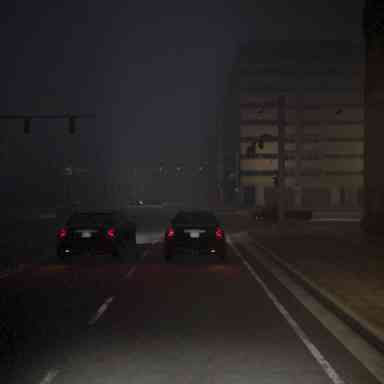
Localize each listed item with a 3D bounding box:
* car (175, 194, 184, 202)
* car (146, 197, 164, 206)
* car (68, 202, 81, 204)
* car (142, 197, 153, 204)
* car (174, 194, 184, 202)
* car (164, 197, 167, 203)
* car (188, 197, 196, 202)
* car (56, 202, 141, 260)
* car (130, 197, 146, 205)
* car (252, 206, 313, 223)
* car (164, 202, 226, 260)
[{"bbox_3d":[-3.493,1.649,93.856,2.150,2.045,5.566,0,0,0],"label":"car"},{"bbox_3d":[-7.026,1.912,63.314,1.994,1.385,4.181,0,0,1],"label":"car"},{"bbox_3d":[-10.948,1.652,31.479,5.008,1.535,1.882,0,-1,38],"label":"car"},{"bbox_3d":[-10.494,1.914,79.235,1.882,1.535,5.008,0,0,0],"label":"car"},{"bbox_3d":[-3.493,1.988,84.144,2.128,1.511,4.902,0,0,0],"label":"car"},{"bbox_3d":[-6.994,1.962,79.359,2.128,1.511,4.902,0,0,0],"label":"car"},{"bbox_3d":[0.007,2.023,85.525,1.994,1.385,4.181,0,0,0],"label":"car"},{"bbox_3d":[-3.471,1.424,12.937,2.097,1.767,4.553,0,0,-1],"label":"car"},{"bbox_3d":[-10.518,1.896,63.305,2.033,1.411,5.357,0,0,1],"label":"car"},{"bbox_3d":[7.396,1.750,27.111,4.718,1.301,1.895,0,0,-14],"label":"car"},{"bbox_3d":[0.165,1.424,12.934,2.097,1.767,4.553,0,0,2],"label":"car"}]
